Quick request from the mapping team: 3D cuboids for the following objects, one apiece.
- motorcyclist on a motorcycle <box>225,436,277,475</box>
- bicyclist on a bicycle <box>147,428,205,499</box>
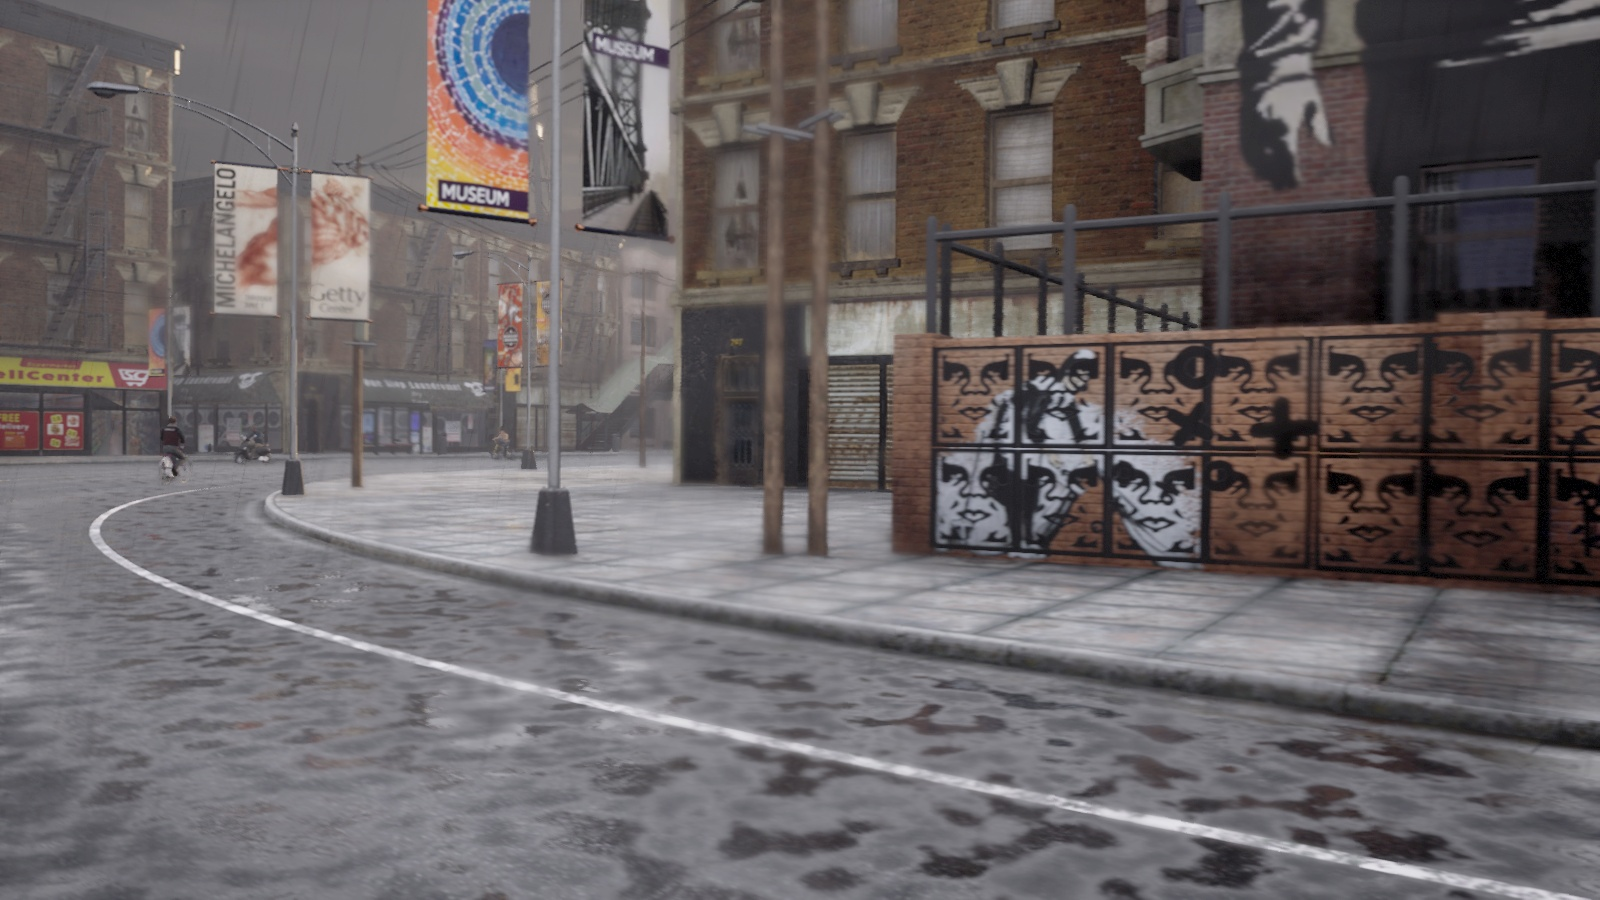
[{"bbox_3d":[-22.650,0.204,51.801,0.866,1.590,1.817,0,1,26],"label":"motorcyclist on a motorcycle"},{"bbox_3d":[-16.132,0.317,32.511,0.659,1.776,1.843,0,1,-3],"label":"bicyclist on a bicycle"}]
